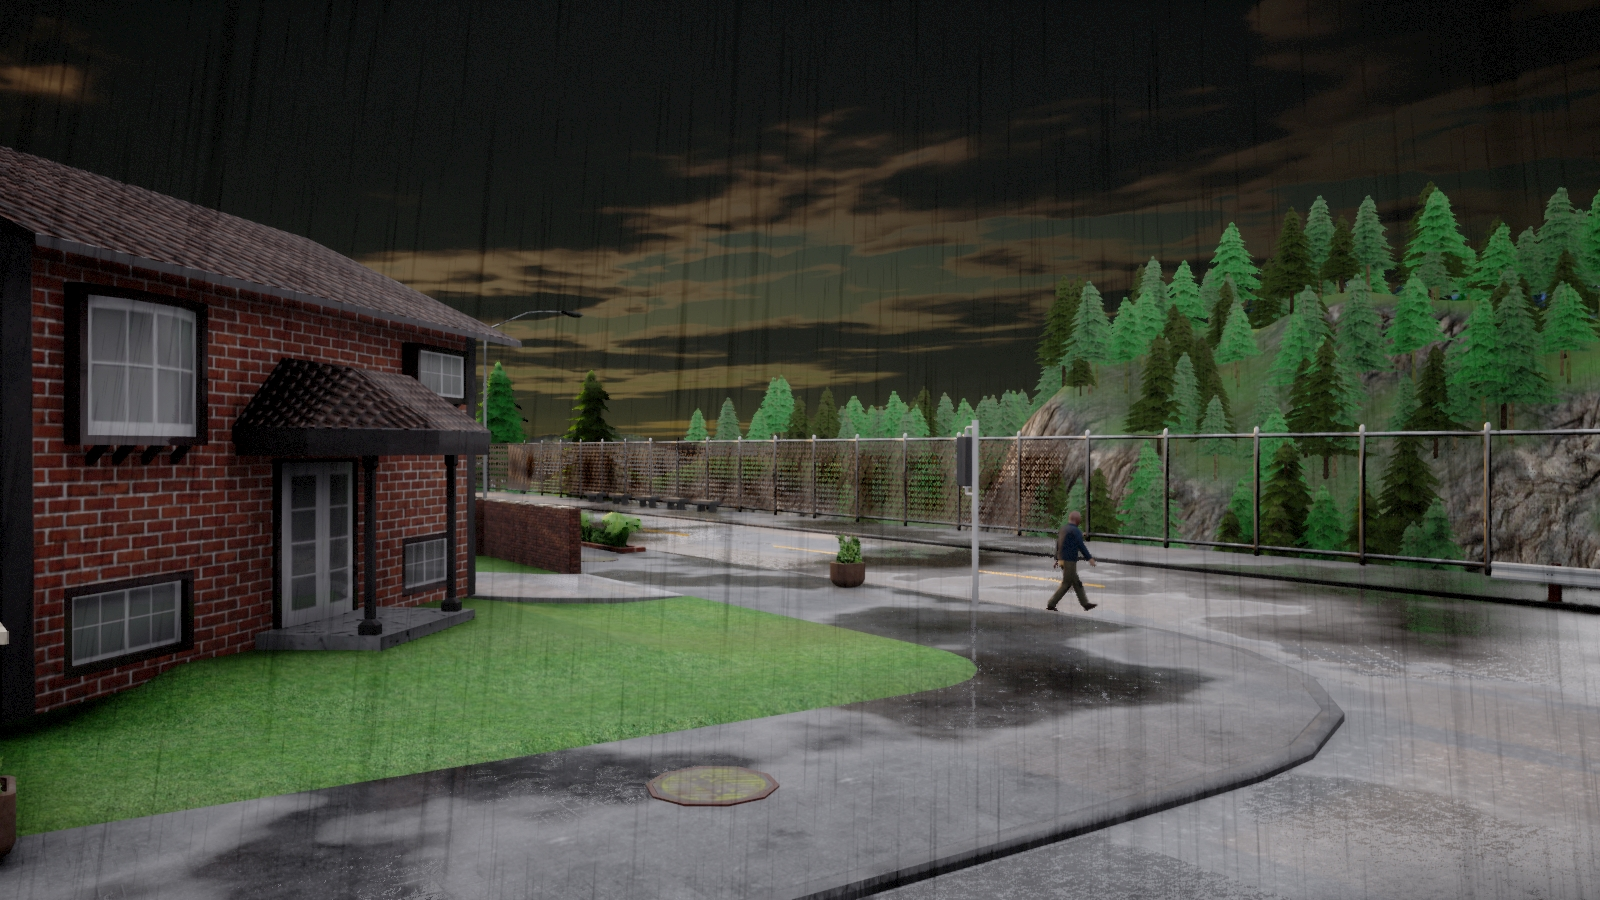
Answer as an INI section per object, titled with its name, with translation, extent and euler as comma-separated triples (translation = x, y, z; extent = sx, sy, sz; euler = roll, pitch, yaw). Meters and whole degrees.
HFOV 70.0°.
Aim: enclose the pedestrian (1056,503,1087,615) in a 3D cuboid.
[pedestrian]
translation = 4.615, 1.848, 19.445
extent = 0.375, 1.860, 0.375
euler = 0, 0, -16
